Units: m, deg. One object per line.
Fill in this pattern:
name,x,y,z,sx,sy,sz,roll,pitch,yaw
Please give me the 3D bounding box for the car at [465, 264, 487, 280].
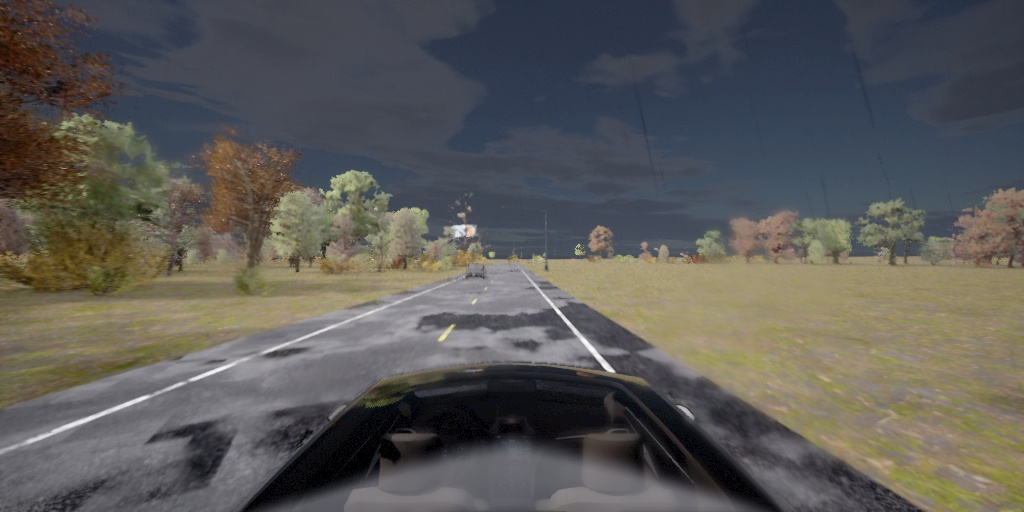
car,-3.590,1.560,36.224,1.837,1.490,4.892,0,0,0
